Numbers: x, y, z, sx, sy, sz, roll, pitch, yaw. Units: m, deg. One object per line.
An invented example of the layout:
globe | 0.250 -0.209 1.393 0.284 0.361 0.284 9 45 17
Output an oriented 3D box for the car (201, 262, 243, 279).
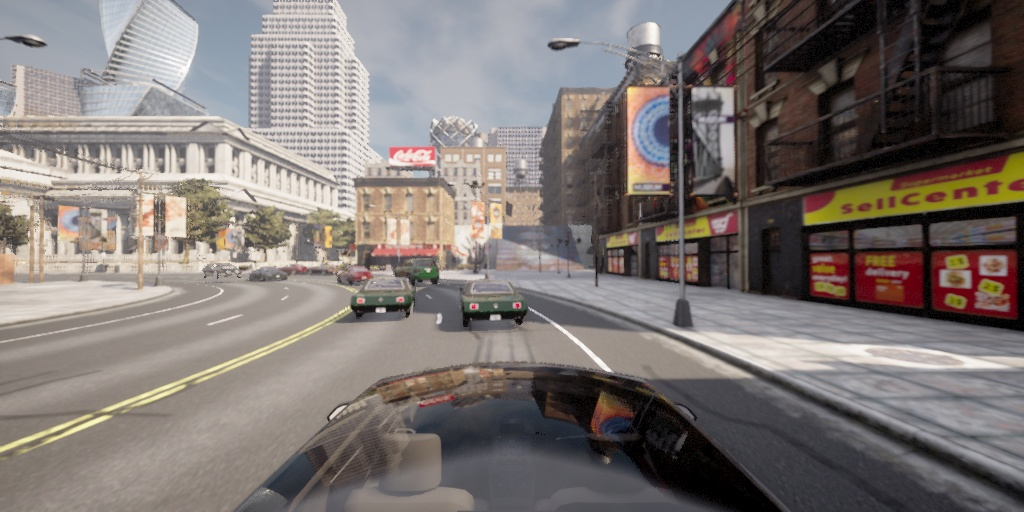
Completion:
car | -25.606 1.238 31.605 4.892 1.490 1.837 -1 -1 33

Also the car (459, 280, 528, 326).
car | -0.840 1.445 12.167 1.895 1.301 4.718 0 0 -10

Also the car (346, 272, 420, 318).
car | -4.695 1.475 13.692 1.895 1.301 4.718 0 -1 -13

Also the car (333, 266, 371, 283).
car | -13.070 1.577 29.823 1.812 1.442 4.674 0 -1 -40

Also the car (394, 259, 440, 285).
car | -7.697 1.239 28.701 2.150 2.045 5.566 0 -1 -34

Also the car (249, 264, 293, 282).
car | -23.173 1.699 34.140 4.181 1.385 1.994 -1 -1 35
